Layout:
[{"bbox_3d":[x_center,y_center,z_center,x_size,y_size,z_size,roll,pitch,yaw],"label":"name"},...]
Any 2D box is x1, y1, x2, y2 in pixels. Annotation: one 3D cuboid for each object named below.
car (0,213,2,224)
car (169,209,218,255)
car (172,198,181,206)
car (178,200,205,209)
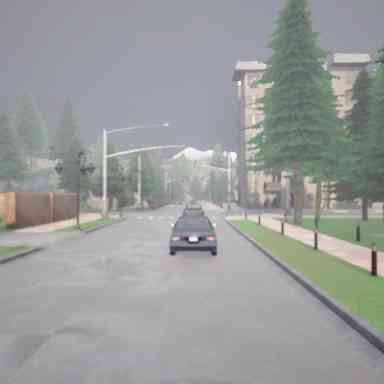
[{"bbox_3d":[-12.768,1.336,17.598,4.605,1.855,1.932,0,-1,0],"label":"car"},{"bbox_3d":[0.056,1.678,13.901,2.033,1.411,5.357,0,-1,0],"label":"car"},{"bbox_3d":[-3.259,2.067,73.130,2.097,1.767,4.553,0,-1,1],"label":"car"},{"bbox_3d":[0.093,1.766,29.199,2.128,1.511,4.902,0,0,-1],"label":"car"}]
